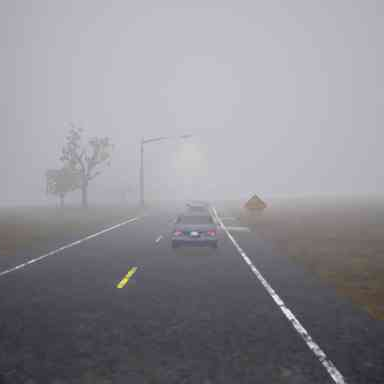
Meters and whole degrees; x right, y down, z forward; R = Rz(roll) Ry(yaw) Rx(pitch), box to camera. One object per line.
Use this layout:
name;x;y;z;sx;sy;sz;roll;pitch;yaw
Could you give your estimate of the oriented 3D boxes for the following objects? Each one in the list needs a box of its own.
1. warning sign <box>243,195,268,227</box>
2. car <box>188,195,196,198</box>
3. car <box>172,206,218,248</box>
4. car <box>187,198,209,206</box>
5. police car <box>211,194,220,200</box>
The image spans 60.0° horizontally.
warning sign;3.793;1.114;19.902;1.300;1.860;1.060;0;0;1
car;0.068;1.495;76.966;1.812;1.442;4.674;0;0;5
car;0.133;1.563;14.612;2.033;1.411;5.357;0;0;1
car;0.534;1.531;29.575;1.812;1.442;4.674;0;0;2
police car;6.463;1.387;94.615;1.930;1.638;5.238;0;0;7
